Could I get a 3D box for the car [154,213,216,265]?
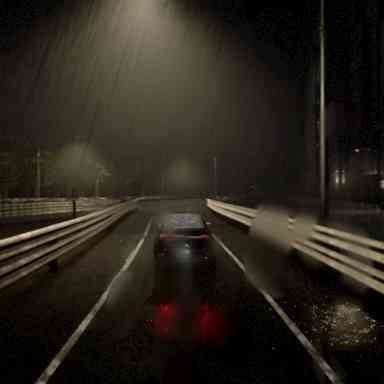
[{"bbox_3d":[-0.301,1.491,11.717,2.128,1.511,4.902,0,0,-3],"label":"car"}]
